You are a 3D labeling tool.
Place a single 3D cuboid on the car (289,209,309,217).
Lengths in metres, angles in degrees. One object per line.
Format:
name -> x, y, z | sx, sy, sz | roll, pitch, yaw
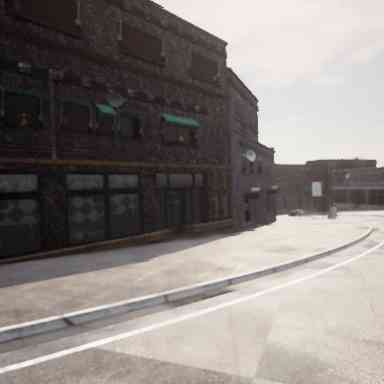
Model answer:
car -> 20.151, 3.945, 62.753 | 1.882, 1.535, 5.008 | -2, -3, -11
